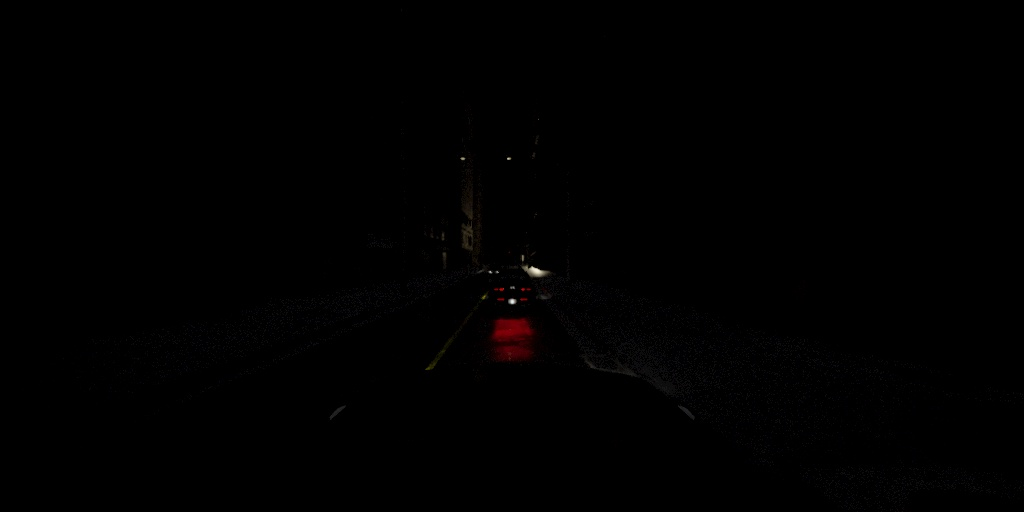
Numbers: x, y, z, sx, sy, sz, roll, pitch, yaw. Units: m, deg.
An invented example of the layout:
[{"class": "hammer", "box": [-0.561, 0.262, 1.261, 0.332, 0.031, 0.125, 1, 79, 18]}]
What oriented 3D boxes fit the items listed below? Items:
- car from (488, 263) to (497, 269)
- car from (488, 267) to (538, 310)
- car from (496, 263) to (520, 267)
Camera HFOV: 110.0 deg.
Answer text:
[{"class": "car", "box": [-2.989, 1.853, 61.823, 2.033, 1.411, 5.357, 0, 0, 1]}, {"class": "car", "box": [0.030, 1.391, 15.361, 1.837, 1.490, 4.892, 0, 0, 0]}, {"class": "car", "box": [0.044, 1.520, 30.348, 2.128, 1.511, 4.902, 0, 0, 0]}]
